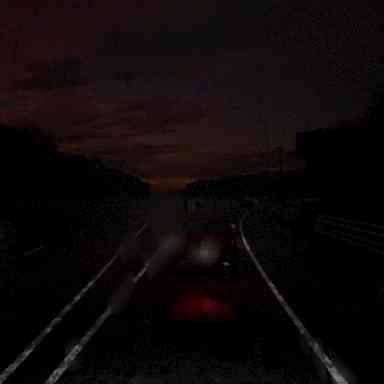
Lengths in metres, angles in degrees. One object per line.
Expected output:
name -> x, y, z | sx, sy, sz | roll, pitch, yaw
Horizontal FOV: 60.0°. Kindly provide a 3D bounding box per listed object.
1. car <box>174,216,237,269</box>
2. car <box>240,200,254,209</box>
car -> 0.522, 1.587, 11.699 | 1.882, 1.535, 5.008 | 0, -1, 4
car -> 9.267, 2.102, 55.980 | 2.033, 1.411, 5.357 | 0, -1, 18
